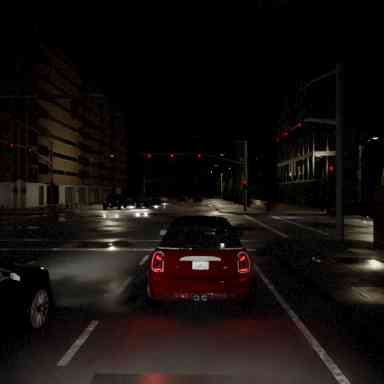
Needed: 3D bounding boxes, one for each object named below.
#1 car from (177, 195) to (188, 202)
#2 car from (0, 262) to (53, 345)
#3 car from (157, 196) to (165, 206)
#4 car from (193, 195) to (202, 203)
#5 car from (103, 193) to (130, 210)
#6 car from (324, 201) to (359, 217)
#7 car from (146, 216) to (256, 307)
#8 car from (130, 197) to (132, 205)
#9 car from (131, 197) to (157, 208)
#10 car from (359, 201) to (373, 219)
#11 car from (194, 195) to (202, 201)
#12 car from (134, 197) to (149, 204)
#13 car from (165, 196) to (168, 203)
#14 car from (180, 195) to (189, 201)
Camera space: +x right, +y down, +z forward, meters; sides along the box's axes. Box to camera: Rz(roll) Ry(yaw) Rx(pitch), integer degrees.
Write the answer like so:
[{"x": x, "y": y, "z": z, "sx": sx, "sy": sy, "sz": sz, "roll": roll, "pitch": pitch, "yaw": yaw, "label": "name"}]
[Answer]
[{"x": -2.227, "y": 1.524, "z": 73.903, "sx": 2.128, "sy": 1.511, "sz": 4.902, "roll": 0, "pitch": 0, "yaw": 2, "label": "car"}, {"x": -3.394, "y": 1.492, "z": 3.933, "sx": 2.128, "sy": 1.511, "sz": 4.902, "roll": 0, "pitch": 0, "yaw": 1, "label": "car"}, {"x": -6.332, "y": 1.547, "z": 56.590, "sx": 2.033, "sy": 1.411, "sz": 5.357, "roll": 0, "pitch": 0, "yaw": 2, "label": "car"}, {"x": 1.261, "y": 1.478, "z": 72.246, "sx": 1.882, "sy": 1.535, "sz": 5.008, "roll": 0, "pitch": 0, "yaw": 2, "label": "car"}, {"x": -10.149, "y": 1.221, "z": 44.159, "sx": 2.150, "sy": 2.045, "sz": 5.566, "roll": 0, "pitch": 0, "yaw": 1, "label": "car"}, {"x": 14.517, "y": 1.547, "z": 30.067, "sx": 4.902, "sy": 1.511, "sz": 2.128, "roll": 0, "pitch": 0, "yaw": 1, "label": "car"}, {"x": 0.223, "y": 1.352, "z": 8.161, "sx": 2.097, "sy": 1.767, "sz": 4.553, "roll": 0, "pitch": 0, "yaw": 2, "label": "car"}, {"x": -9.927, "y": 1.564, "z": 53.572, "sx": 1.994, "sy": 1.385, "sz": 4.181, "roll": 0, "pitch": 0, "yaw": 2, "label": "car"}, {"x": -6.593, "y": 1.491, "z": 46.582, "sx": 2.128, "sy": 1.511, "sz": 4.902, "roll": 0, "pitch": 0, "yaw": 1, "label": "car"}, {"x": 16.703, "y": 1.603, "z": 26.519, "sx": 5.357, "sy": 1.411, "sz": 2.033, "roll": 0, "pitch": 0, "yaw": 1, "label": "car"}, {"x": 1.576, "y": 1.478, "z": 84.035, "sx": 1.882, "sy": 1.535, "sz": 5.008, "roll": 0, "pitch": 0, "yaw": 2, "label": "car"}, {"x": -9.595, "y": 1.601, "z": 63.572, "sx": 1.895, "sy": 1.301, "sz": 4.718, "roll": 0, "pitch": 0, "yaw": 2, "label": "car"}, {"x": -5.966, "y": 1.526, "z": 66.863, "sx": 1.812, "sy": 1.442, "sz": 4.674, "roll": 0, "pitch": 0, "yaw": 2, "label": "car"}, {"x": -1.927, "y": 1.540, "z": 83.989, "sx": 2.033, "sy": 1.411, "sz": 5.357, "roll": 0, "pitch": 0, "yaw": 2, "label": "car"}]
